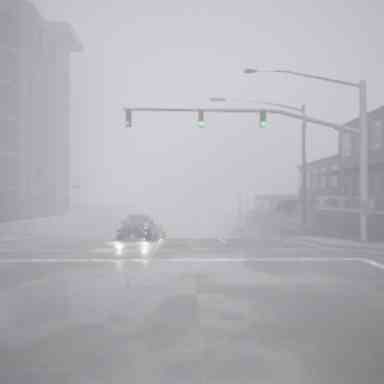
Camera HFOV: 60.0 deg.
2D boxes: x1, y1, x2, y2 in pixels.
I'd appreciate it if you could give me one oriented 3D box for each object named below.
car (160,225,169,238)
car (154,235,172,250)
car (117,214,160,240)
[{"bbox_3d":[-3.591,3.967,32.339,2.097,1.767,4.553,0,-13,0],"label":"car"},{"bbox_3d":[-3.585,6.468,42.439,1.882,1.535,5.008,0,-13,0],"label":"car"},{"bbox_3d":[-3.595,2.271,22.298,2.097,1.767,4.553,0,-5,0],"label":"car"}]
